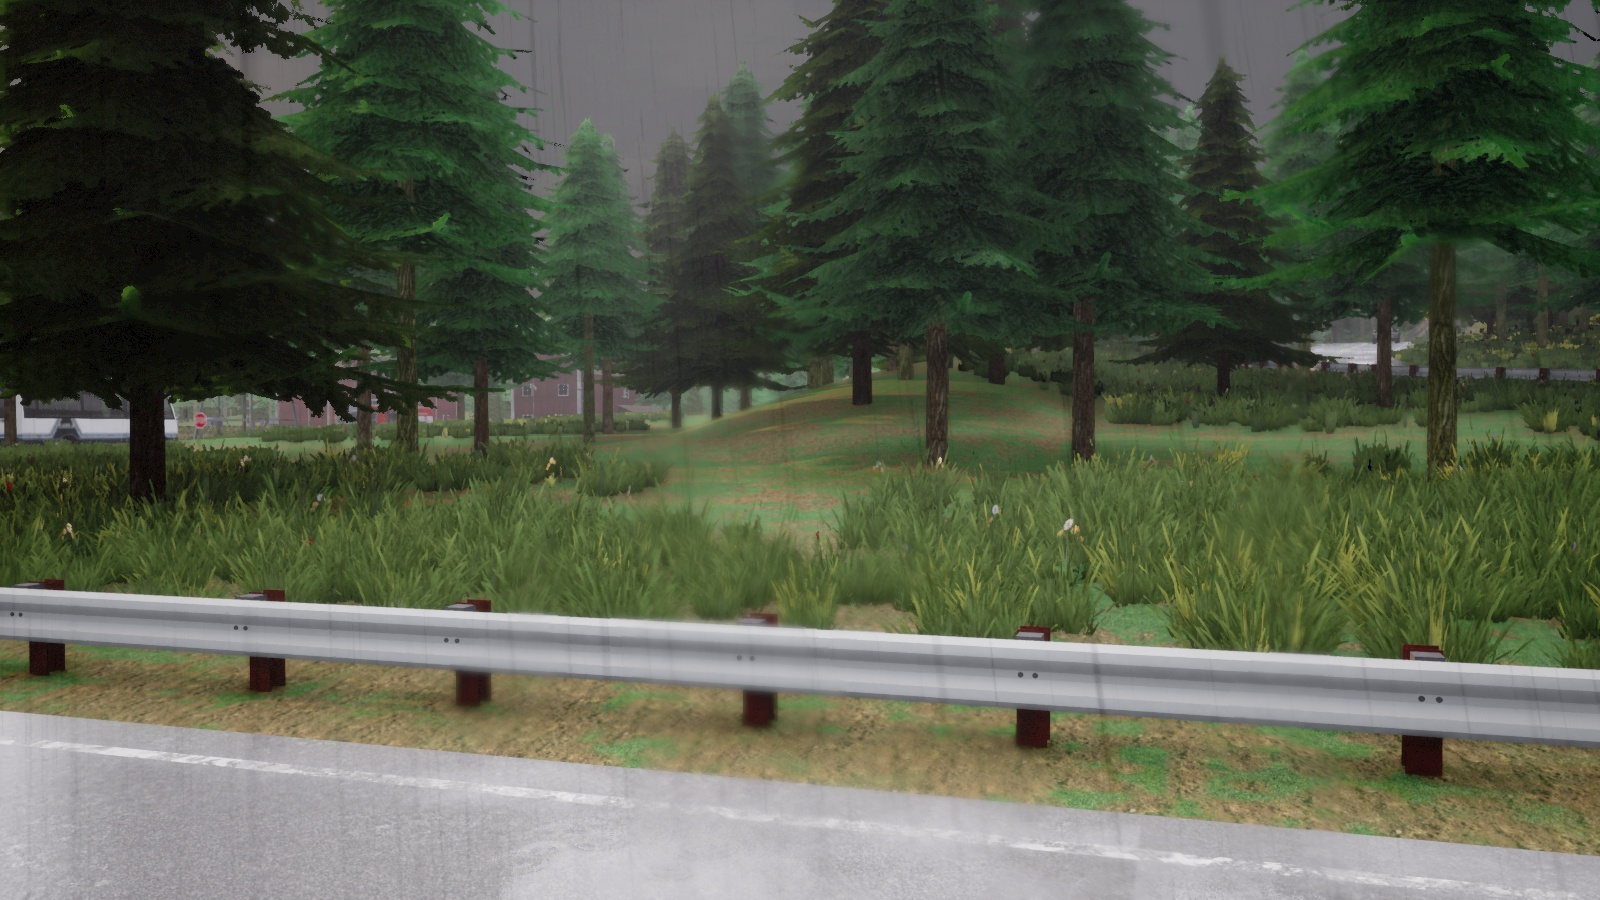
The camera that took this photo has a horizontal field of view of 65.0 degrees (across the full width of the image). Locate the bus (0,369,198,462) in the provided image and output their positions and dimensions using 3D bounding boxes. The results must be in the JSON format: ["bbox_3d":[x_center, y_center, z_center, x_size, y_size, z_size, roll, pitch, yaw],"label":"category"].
[{"bbox_3d":[-35.726,-1.667,63.051,3.944,4.253,10.273,1,1,17],"label":"bus"}]

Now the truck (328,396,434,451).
[{"bbox_3d":[-30.430,-1.894,91.639,2.891,3.827,8.468,1,1,17],"label":"truck"}]
